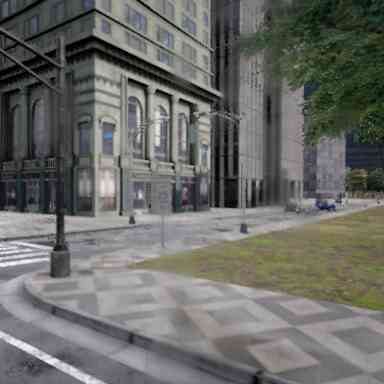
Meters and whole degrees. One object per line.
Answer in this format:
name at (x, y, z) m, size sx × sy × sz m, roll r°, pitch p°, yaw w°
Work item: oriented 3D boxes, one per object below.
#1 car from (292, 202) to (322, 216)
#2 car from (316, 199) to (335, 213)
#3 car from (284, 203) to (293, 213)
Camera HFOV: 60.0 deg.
car at (15.076, 2.363, 43.444) m, size 1.895 × 1.301 × 4.718 m, roll 0°, pitch -1°, yaw 35°
car at (20.734, 2.097, 51.910) m, size 2.150 × 2.045 × 5.566 m, roll 0°, pitch 0°, yaw 34°
car at (14.971, 2.362, 48.742) m, size 1.994 × 1.385 × 4.181 m, roll 0°, pitch 0°, yaw 34°
